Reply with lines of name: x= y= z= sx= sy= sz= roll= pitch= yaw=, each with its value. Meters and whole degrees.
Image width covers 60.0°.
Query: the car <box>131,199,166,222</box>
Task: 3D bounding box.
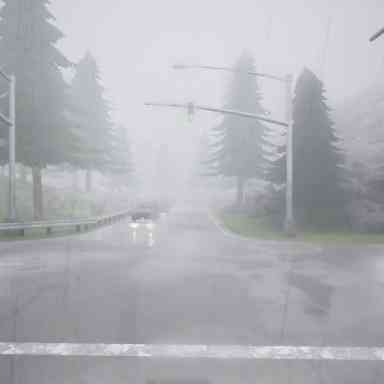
car: x=-3.593 y=1.547 z=26.889 sx=2.033 sy=1.411 sz=5.357 roll=0 pitch=0 yaw=0

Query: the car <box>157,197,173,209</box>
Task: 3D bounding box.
car: x=-3.868 y=1.478 z=47.020 sx=1.882 sy=1.535 sz=5.008 roll=0 pitch=0 yaw=-9

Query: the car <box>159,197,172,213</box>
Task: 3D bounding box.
car: x=-3.625 y=1.564 z=36.811 sx=1.994 sy=1.385 sz=4.181 roll=0 pitch=0 yaw=0
